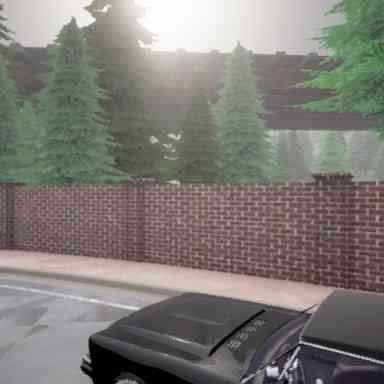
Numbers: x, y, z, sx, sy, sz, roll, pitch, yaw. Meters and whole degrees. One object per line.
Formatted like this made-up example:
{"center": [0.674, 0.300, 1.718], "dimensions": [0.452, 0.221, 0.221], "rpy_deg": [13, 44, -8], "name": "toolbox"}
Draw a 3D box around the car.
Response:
{"center": [1.248, 1.601, 2.812], "dimensions": [4.718, 1.301, 1.895], "rpy_deg": [0, 0, 33], "name": "car"}
